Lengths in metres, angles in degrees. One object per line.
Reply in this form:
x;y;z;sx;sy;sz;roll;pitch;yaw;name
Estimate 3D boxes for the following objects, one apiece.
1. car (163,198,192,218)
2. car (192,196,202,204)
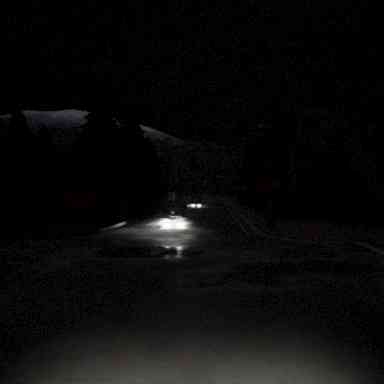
-1.440;1.460;30.230;2.128;1.511;4.902;0;0;4;car
0.804;1.429;61.688;2.128;1.511;4.902;0;0;4;car
